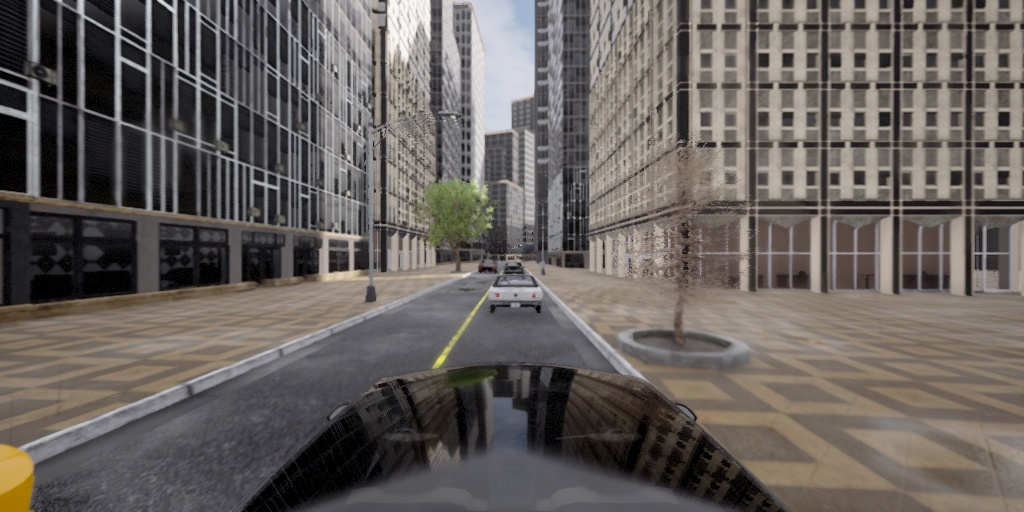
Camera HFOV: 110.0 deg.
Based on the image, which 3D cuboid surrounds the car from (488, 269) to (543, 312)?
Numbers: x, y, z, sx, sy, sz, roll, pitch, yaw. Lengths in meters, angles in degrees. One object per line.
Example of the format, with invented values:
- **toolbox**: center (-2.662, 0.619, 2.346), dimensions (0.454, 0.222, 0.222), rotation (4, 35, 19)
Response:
- **car**: center (0.130, 1.355, 14.219), dimensions (1.895, 1.301, 4.718), rotation (0, 0, 0)

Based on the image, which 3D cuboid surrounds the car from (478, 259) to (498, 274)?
- **car**: center (-2.754, 1.132, 41.909), dimensions (2.097, 1.767, 4.553), rotation (0, 0, 0)

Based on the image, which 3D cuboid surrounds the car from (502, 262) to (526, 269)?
- **car**: center (0.162, 1.275, 32.017), dimensions (1.837, 1.490, 4.892), rotation (0, 0, 0)
